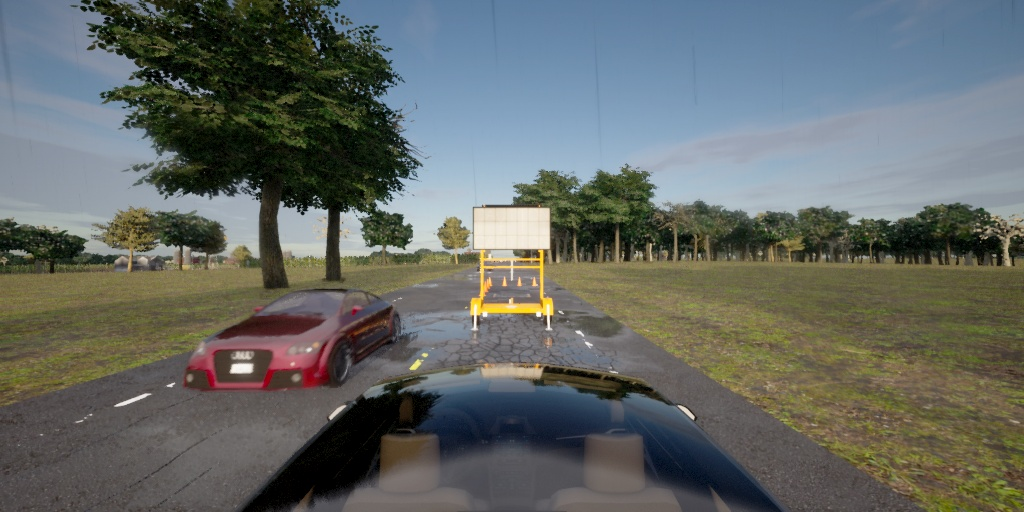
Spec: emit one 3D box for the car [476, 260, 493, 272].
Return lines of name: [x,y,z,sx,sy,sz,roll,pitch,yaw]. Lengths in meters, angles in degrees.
car: [-3.613,1.291,47.242,1.837,1.490,4.892,0,0,0]

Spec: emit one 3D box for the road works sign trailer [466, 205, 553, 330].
road works sign trailer: [-0.003,0.218,11.126,2.380,3.560,2.880,0,0,0]

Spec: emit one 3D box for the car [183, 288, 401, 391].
car: [-3.600,1.316,6.773,1.994,1.385,4.181,0,0,0]
